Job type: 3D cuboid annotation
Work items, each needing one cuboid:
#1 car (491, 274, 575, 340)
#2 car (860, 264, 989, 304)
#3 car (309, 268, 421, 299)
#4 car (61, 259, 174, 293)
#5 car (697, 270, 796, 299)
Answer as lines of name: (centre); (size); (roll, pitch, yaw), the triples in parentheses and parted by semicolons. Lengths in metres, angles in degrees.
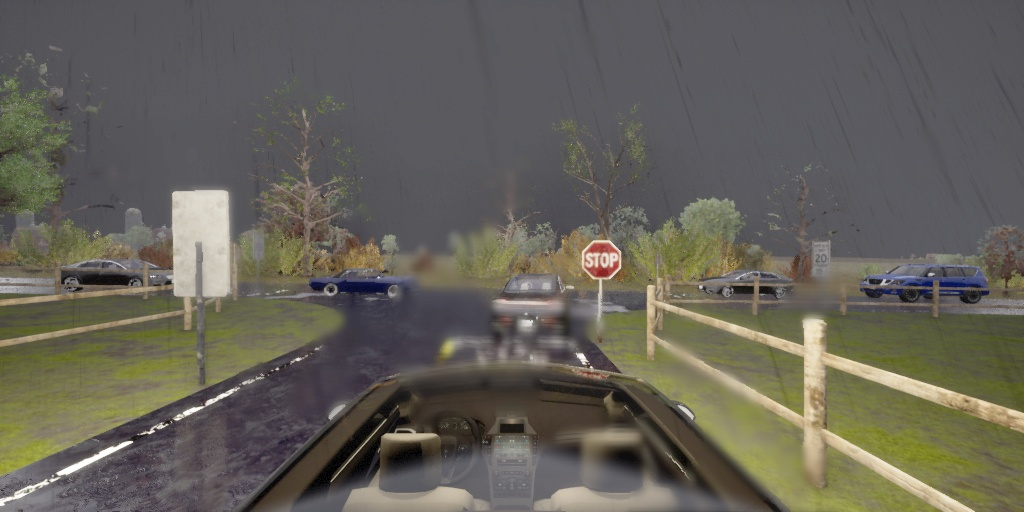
car: (0.704, 1.240, 10.044); (2.128, 1.511, 4.902); (0, 0, 9)
car: (22.894, 1.466, 19.998); (5.566, 2.045, 2.150); (1, 1, 0)
car: (-6.826, 1.248, 17.074); (4.718, 1.301, 1.895); (1, 1, 0)
car: (-18.494, 0.885, 17.087); (4.902, 1.511, 2.128); (1, 1, 0)
car: (12.999, 1.525, 20.006); (4.902, 1.511, 2.128); (1, 1, 0)
